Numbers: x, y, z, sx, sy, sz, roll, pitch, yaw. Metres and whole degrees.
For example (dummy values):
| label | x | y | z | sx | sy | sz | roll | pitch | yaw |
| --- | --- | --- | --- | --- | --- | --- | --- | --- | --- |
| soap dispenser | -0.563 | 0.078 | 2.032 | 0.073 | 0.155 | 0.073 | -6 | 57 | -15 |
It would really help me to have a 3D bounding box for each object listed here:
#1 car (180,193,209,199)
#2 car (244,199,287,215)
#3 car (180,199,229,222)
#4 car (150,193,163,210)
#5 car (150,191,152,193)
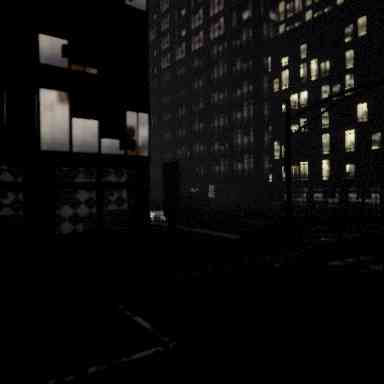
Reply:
| label | x | y | z | sx | sy | sz | roll | pitch | yaw |
| --- | --- | --- | --- | --- | --- | --- | --- | --- | --- |
| car | 0.152 | 0.983 | 40.964 | 2.192 | 1.841 | 5.009 | -1 | 1 | -35 |
| car | 6.925 | 1.298 | 31.123 | 1.752 | 1.417 | 4.829 | -1 | 1 | -35 |
| car | 0.944 | 1.467 | 25.159 | 2.008 | 1.369 | 4.403 | -1 | 1 | -35 |
| car | -5.174 | 1.228 | 38.480 | 1.882 | 1.535 | 5.008 | -1 | 1 | -35 |
| car | -8.246 | 0.754 | 53.800 | 2.150 | 2.045 | 5.566 | -1 | 1 | -35 |
